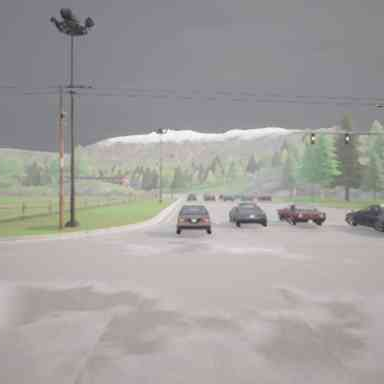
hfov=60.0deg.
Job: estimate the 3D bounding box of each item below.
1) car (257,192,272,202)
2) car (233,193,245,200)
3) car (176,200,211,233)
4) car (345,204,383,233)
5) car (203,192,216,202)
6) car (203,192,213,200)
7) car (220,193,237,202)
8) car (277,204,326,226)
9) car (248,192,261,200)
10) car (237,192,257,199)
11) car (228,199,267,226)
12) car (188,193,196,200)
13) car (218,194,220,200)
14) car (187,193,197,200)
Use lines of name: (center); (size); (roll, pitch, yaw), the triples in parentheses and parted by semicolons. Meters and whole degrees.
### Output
car: (13.987, 1.055, 64.203); (1.882, 1.535, 5.008); (0, 0, 0)
car: (10.486, 0.993, 74.473); (2.033, 1.411, 5.357); (0, 0, 0)
car: (0.095, 1.424, 18.641); (2.033, 1.411, 5.357); (0, 0, 0)
car: (10.594, 1.424, 18.605); (2.033, 1.411, 5.357); (0, 0, 0)
car: (3.488, 1.056, 63.993); (1.882, 1.535, 5.008); (0, 0, 0)
car: (3.486, 0.814, 74.442); (2.097, 1.767, 4.553); (0, 0, 0)
car: (6.988, 1.102, 64.337); (1.812, 1.442, 4.674); (0, 0, 0)
car: (7.094, 1.455, 22.119); (1.895, 1.301, 4.718); (0, 0, 0)
car: (13.986, 0.808, 74.442); (2.097, 1.767, 4.553); (0, 0, 0)
car: (10.488, 1.127, 63.932); (2.033, 1.411, 5.357); (0, 0, 0)
car: (3.594, 1.419, 21.864); (1.994, 1.385, 4.181); (0, 0, 0)
car: (-0.014, 0.958, 74.472); (1.837, 1.490, 4.892); (0, 0, 0)
car: (6.986, 0.934, 74.472); (1.882, 1.535, 5.008); (0, 0, 0)
car: (-0.013, 1.070, 64.071); (2.128, 1.511, 4.902); (0, 0, 0)
